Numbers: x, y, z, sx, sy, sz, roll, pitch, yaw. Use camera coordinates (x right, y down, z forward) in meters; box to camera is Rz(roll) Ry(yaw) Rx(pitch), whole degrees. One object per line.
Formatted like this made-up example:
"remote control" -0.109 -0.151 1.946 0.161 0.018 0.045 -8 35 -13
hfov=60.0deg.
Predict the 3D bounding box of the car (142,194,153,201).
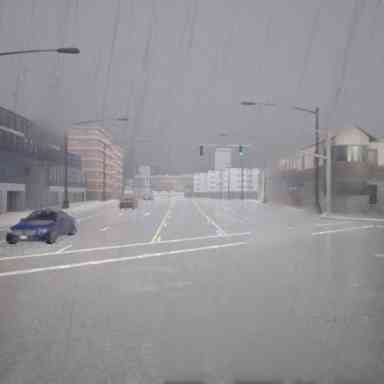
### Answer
"car" -8.756 1.053 65.944 2.128 1.511 4.902 0 0 -2

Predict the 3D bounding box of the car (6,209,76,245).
"car" -6.973 1.586 15.930 1.812 1.442 4.674 0 0 -2

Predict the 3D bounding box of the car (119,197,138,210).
"car" -7.888 1.386 41.588 1.882 1.535 5.008 0 1 -2
